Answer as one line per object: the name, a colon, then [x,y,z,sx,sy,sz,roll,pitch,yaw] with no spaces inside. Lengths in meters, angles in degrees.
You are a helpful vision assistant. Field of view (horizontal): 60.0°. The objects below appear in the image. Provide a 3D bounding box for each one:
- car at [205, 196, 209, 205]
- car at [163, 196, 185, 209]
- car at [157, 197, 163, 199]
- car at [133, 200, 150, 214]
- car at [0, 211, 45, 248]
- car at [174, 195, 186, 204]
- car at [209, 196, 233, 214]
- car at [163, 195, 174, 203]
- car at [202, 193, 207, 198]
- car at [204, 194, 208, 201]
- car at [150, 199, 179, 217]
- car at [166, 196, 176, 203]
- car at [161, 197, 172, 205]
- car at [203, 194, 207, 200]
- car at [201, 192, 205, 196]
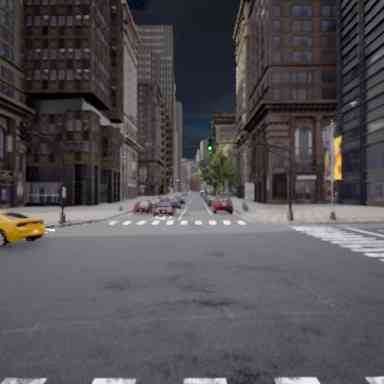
car: [3.500,1.640,52.739,1.947,1.339,4.313,0,0,1]
car: [-2.433,1.634,46.027,2.033,1.411,5.357,0,0,1]
car: [-5.171,1.640,41.769,2.008,1.369,4.403,0,0,1]
car: [-5.244,1.629,36.229,1.887,1.381,4.507,0,0,1]
car: [-9.316,1.632,15.370,5.008,1.535,1.882,-1,-2,15]
car: [-2.178,1.681,61.652,1.895,1.301,4.718,0,0,2]
car: [3.281,1.379,36.119,2.192,1.841,5.009,0,0,1]
car: [-4.804,1.513,69.470,1.967,1.590,4.097,0,0,1]
car: [3.721,1.494,69.362,1.967,1.590,4.097,0,0,1]
car: [3.576,1.596,58.451,1.752,1.417,4.829,0,0,1]
car: [-2.620,1.638,32.618,1.994,1.385,4.181,0,0,1]
car: [-4.733,1.585,74.840,1.752,1.417,4.829,1,0,1]
car: [-4.878,1.665,63.929,1.802,1.307,4.206,0,0,1]
car: [3.647,1.646,63.821,1.802,1.307,4.206,0,0,1]
car: [4.015,1.503,91.695,1.752,1.417,4.829,1,0,1]
